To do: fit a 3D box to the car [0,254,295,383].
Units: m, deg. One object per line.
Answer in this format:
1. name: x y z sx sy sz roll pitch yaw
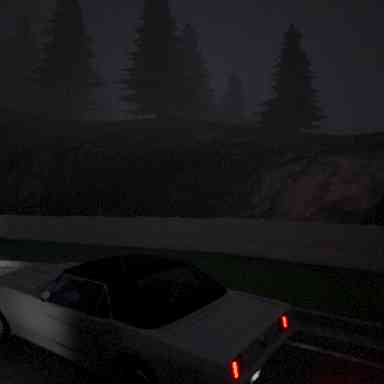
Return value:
1. car: -1.154 1.597 4.748 4.718 1.301 1.895 0 0 34
